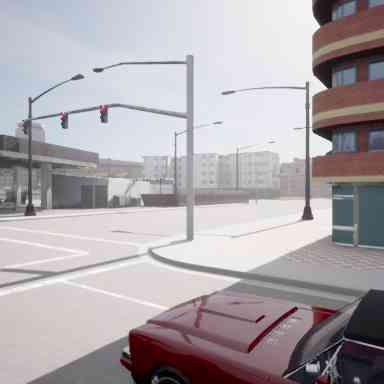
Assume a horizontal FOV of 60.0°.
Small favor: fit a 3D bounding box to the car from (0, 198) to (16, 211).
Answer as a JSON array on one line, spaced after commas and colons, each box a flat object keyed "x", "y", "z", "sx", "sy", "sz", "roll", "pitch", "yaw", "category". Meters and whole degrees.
[{"x": -22.264, "y": 1.456, "z": 38.800, "sx": 3.806, "sy": 1.475, "sz": 1.970, "roll": 0, "pitch": 0, "yaw": 36, "category": "car"}]

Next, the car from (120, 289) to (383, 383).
[{"x": 1.589, "y": 1.601, "z": 2.840, "sx": 4.718, "sy": 1.301, "sz": 1.895, "roll": 0, "pitch": 0, "yaw": 36, "category": "car"}]
